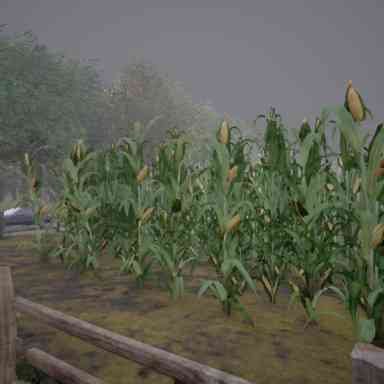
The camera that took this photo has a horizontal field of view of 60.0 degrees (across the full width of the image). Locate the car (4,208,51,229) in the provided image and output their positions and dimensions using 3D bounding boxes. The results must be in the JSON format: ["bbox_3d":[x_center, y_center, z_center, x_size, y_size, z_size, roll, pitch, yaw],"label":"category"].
[{"bbox_3d":[-12.529,1.860,24.051,1.812,1.442,4.674,0,-1,34],"label":"car"}]
